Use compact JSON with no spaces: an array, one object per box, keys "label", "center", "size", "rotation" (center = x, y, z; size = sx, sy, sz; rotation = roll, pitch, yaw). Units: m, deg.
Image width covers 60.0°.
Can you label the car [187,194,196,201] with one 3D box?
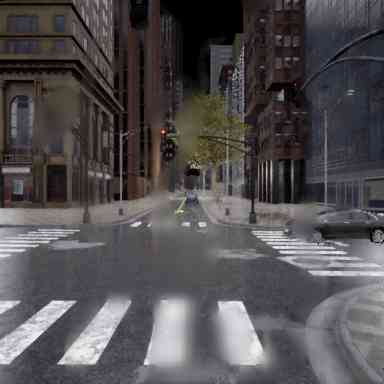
[{"label":"car","center":[-0.056,1.109,70.734],"size":[1.812,1.442,4.674],"rotation":[0,1,0]}]

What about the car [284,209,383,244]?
[{"label":"car","center":[6.756,1.549,15.417],"size":[4.892,1.490,1.837],"rotation":[0,0,-4]}]

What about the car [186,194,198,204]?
[{"label":"car","center":[0.017,1.066,58.331],"size":[2.097,1.767,4.553],"rotation":[0,1,0]}]
